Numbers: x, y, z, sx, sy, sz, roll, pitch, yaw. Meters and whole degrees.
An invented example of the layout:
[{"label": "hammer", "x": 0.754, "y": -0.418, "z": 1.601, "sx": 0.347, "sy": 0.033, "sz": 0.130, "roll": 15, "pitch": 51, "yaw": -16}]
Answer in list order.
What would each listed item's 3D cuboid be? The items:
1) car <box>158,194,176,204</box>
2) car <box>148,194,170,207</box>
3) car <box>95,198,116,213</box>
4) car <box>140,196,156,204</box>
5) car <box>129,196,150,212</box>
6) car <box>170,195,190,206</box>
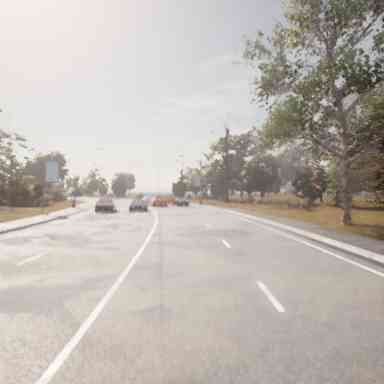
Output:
[{"label": "car", "x": -4.686, "y": 1.239, "z": 61.253, "sx": 2.097, "sy": 1.767, "sz": 4.553, "roll": 0, "pitch": 0, "yaw": -20}, {"label": "car", "x": -5.134, "y": 1.261, "z": 50.251, "sx": 2.097, "sy": 1.767, "sz": 4.553, "roll": 0, "pitch": 0, "yaw": -16}, {"label": "car", "x": -9.376, "y": 1.417, "z": 36.226, "sx": 1.882, "sy": 1.535, "sz": 5.008, "roll": 0, "pitch": 0, "yaw": -9}, {"label": "car", "x": -7.994, "y": 1.410, "z": 60.106, "sx": 1.812, "sy": 1.442, "sz": 4.674, "roll": 0, "pitch": 0, "yaw": -20}, {"label": "car", "x": -5.976, "y": 1.503, "z": 37.183, "sx": 1.994, "sy": 1.385, "sz": 4.181, "roll": 0, "pitch": 0, "yaw": -9}, {"label": "car", "x": -1.816, "y": 1.511, "z": 51.414, "sx": 1.895, "sy": 1.301, "sz": 4.718, "roll": 0, "pitch": 0, "yaw": -16}]
